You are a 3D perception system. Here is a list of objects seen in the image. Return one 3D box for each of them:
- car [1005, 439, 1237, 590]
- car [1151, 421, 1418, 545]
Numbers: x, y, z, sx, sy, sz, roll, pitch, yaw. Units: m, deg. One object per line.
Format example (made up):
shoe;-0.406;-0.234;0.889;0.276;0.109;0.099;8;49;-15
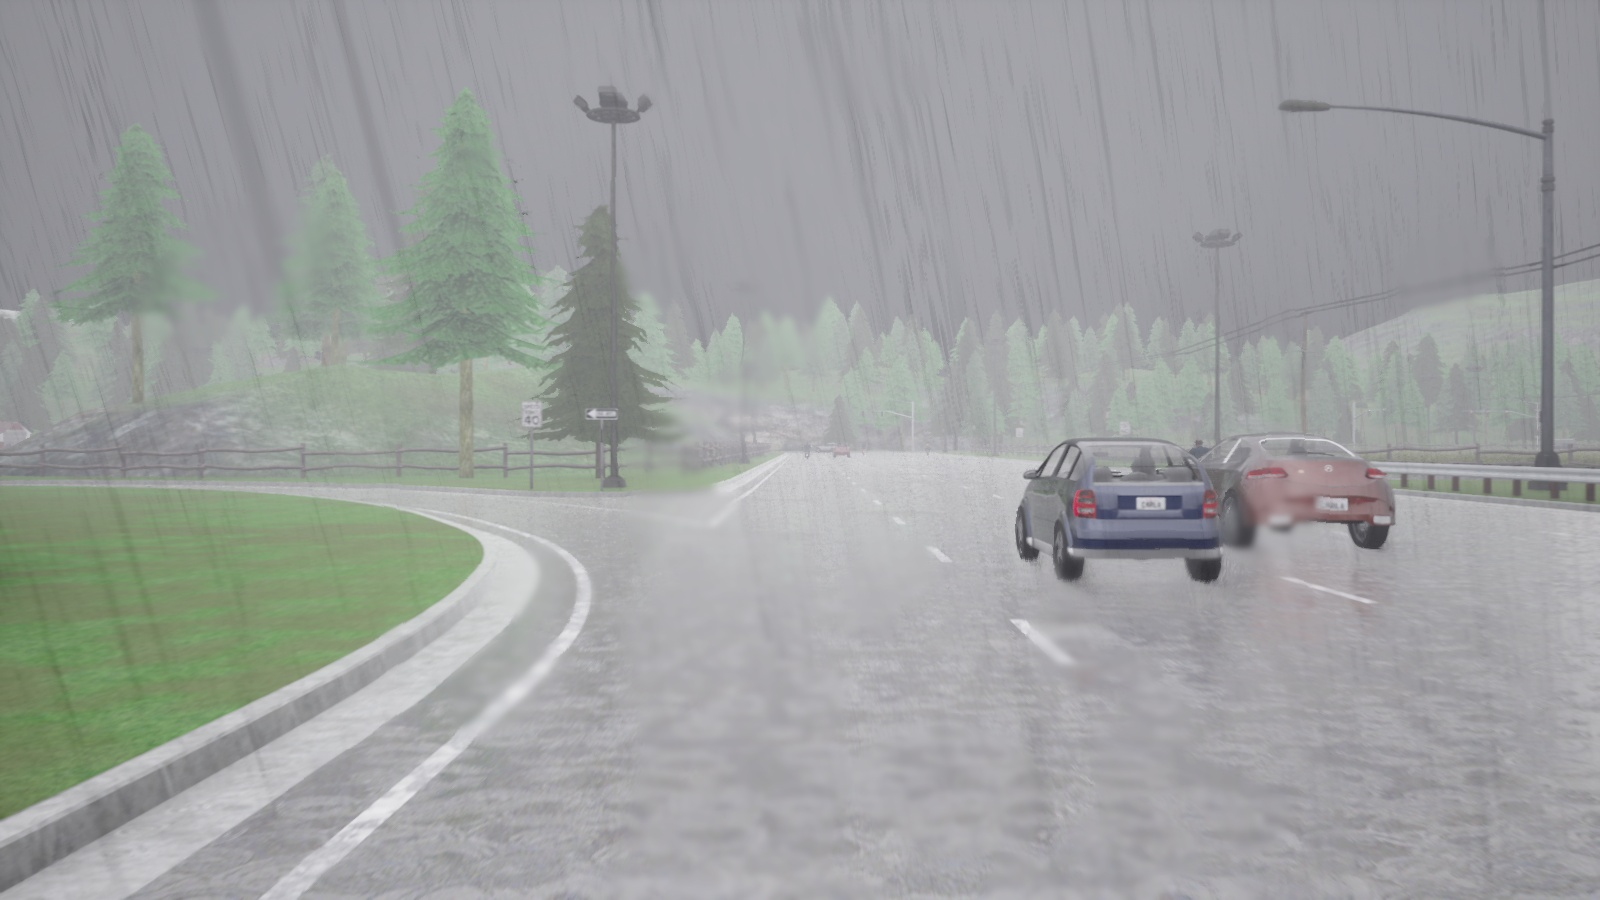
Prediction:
car;3.599;0.645;14.733;1.789;1.549;3.705;0;0;0
car;7.125;0.423;19.164;2.152;1.651;5.027;0;0;0
